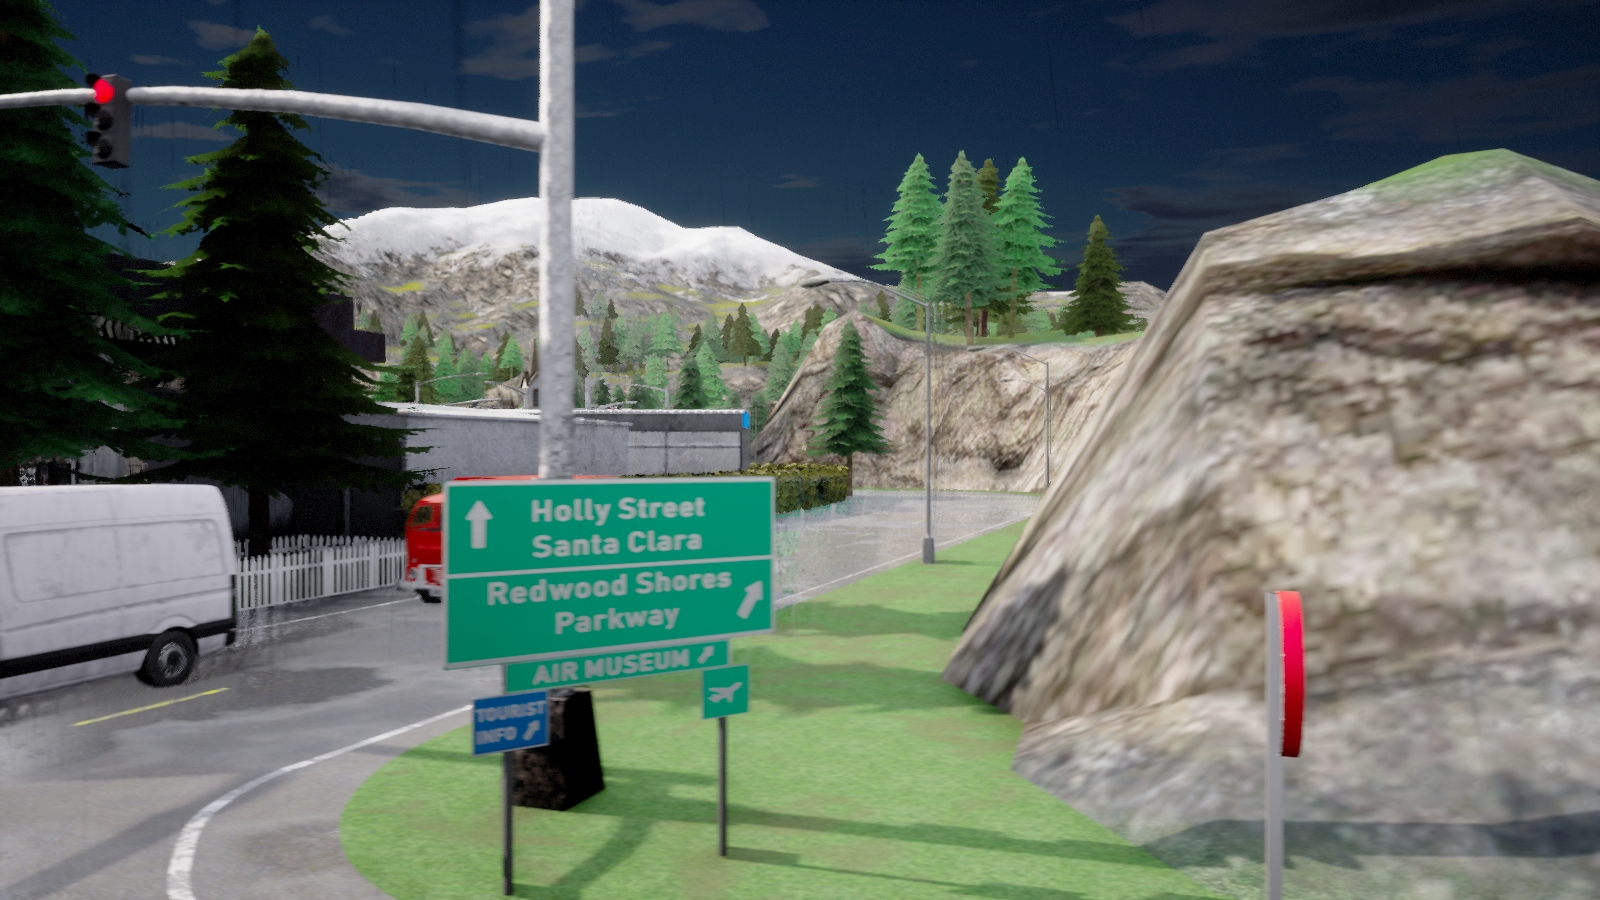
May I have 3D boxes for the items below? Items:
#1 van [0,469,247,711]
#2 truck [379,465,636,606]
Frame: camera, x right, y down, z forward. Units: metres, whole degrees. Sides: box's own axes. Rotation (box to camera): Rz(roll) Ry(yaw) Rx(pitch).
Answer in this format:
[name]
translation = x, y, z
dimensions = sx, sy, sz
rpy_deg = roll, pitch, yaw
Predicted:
[van]
translation = -9.366, 1.530, 13.067
dimensions = 1.988, 2.561, 5.915
rpy_deg = 0, 0, 17
[truck]
translation = -5.775, 1.571, 23.410
dimensions = 2.627, 2.467, 5.204
rpy_deg = 0, 0, 20
